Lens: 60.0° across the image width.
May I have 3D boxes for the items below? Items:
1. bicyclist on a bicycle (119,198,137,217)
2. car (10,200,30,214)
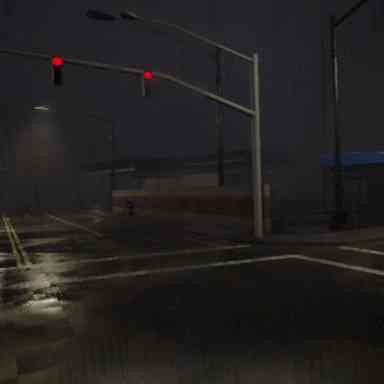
[{"bbox_3d":[-5.574,1.369,29.127,1.656,1.620,0.582,-2,0,-30],"label":"bicyclist on a bicycle"},{"bbox_3d":[-22.442,1.852,43.418,2.097,1.767,4.553,-2,0,-30],"label":"car"}]
